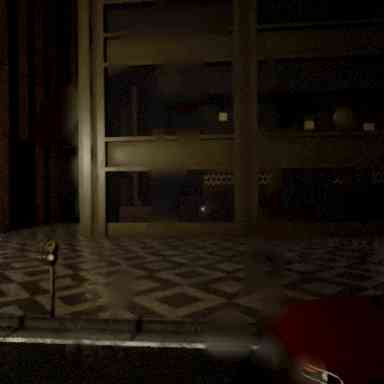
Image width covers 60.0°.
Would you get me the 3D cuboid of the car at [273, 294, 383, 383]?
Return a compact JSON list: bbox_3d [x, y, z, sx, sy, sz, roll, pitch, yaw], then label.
[{"bbox_3d":[3.120,1.511,3.339,4.507,1.381,1.887,-1,0,5],"label":"car"}]
